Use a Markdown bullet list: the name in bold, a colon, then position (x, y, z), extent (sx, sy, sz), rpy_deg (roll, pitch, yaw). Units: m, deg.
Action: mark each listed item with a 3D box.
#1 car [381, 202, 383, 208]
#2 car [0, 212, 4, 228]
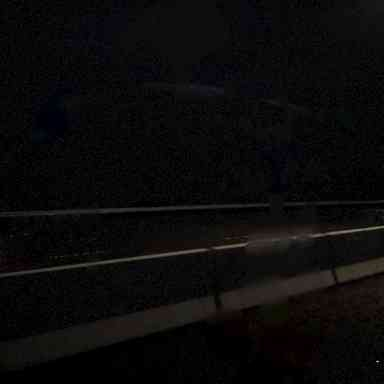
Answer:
- **car**: position (23.017, 1.214, 35.993), extent (5.357, 1.411, 2.033), rpy_deg (0, 0, -22)
- **car**: position (-12.240, 1.472, 16.627), extent (4.892, 1.490, 1.837), rpy_deg (-1, 0, -35)
